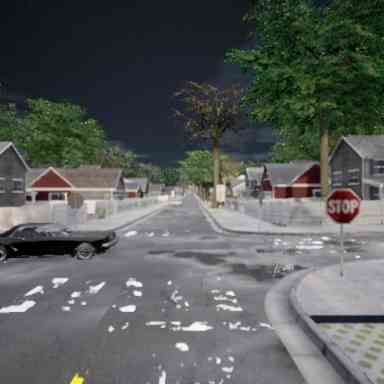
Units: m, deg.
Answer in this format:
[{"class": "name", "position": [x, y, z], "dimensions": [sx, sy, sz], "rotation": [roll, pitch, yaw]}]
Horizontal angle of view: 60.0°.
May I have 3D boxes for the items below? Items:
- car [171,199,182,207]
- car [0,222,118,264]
[{"class": "car", "position": [-2.760, 1.997, 61.440], "dimensions": [1.895, 1.301, 4.718], "rotation": [0, 0, 0]}, {"class": "car", "position": [-5.138, 1.750, 12.038], "dimensions": [4.718, 1.301, 1.895], "rotation": [-1, -1, -1]}]
